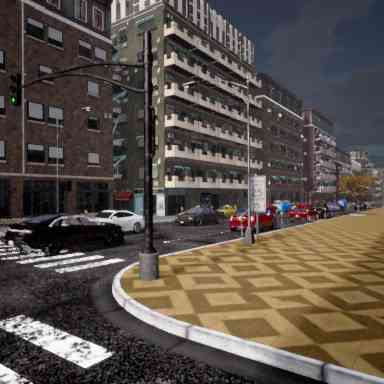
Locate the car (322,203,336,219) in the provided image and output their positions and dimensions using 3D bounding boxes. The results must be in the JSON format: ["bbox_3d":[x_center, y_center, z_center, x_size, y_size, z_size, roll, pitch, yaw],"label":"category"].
[{"bbox_3d":[13.854,2.141,36.080,1.947,1.339,4.313,-2,-2,35],"label":"car"}]

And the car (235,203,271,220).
[{"bbox_3d":[6.574,2.038,35.672,1.882,1.535,5.008,-1,-1,35],"label":"car"}]

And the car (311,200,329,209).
[{"bbox_3d":[26.434,2.501,68.636,2.192,1.841,5.009,-2,-2,35],"label":"car"}]

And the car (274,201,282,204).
[{"bbox_3d":[10.267,2.289,45.468,1.887,1.381,4.507,-2,-2,35],"label":"car"}]

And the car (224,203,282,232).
[{"bbox_3d":[4.150,1.751,22.187,1.967,1.590,4.097,-2,-2,35],"label":"car"}]

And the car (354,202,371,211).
[{"bbox_3d":[30.022,2.583,59.241,1.947,1.339,4.313,-2,-2,35],"label":"car"}]

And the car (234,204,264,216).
[{"bbox_3d":[7.034,2.222,40.835,1.947,1.339,4.313,-2,-2,35],"label":"car"}]

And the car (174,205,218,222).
[{"bbox_3d":[0.469,2.002,31.432,1.752,1.417,4.829,-2,-2,35],"label":"car"}]

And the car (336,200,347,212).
[{"bbox_3d":[23.507,2.468,54.370,2.033,1.411,5.357,-1,-1,36],"label":"car"}]

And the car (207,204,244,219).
[{"bbox_3d":[3.703,2.090,36.064,1.752,1.417,4.829,-2,-2,35],"label":"car"}]

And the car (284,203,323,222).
[{"bbox_3d":[10.619,2.032,31.449,1.887,1.381,4.507,-2,-2,35],"label":"car"}]

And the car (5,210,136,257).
[{"bbox_3d":[-4.927,1.625,13.620,2.128,1.511,4.902,-1,-2,35],"label":"car"}]

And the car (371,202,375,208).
[{"bbox_3d":[36.490,2.745,68.506,2.008,1.369,4.403,-2,-2,35],"label":"car"}]

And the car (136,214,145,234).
[{"bbox_3d":[-4.739,1.778,19.467,1.812,1.442,4.674,-1,-1,34],"label":"car"}]

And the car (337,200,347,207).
[{"bbox_3d":[39.273,2.882,87.103,1.690,1.788,3.998,-2,-2,35],"label":"car"}]

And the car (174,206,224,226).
[{"bbox_3d":[0.787,1.950,27.395,2.033,1.411,5.357,-1,-1,35],"label":"car"}]

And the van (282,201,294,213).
[{"bbox_3d":[13.499,2.174,50.106,1.690,1.788,3.998,-2,-2,35],"label":"van"}]

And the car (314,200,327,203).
[{"bbox_3d":[17.696,2.267,46.034,1.837,1.490,4.892,-1,-1,35],"label":"car"}]

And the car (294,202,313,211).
[{"bbox_3d":[19.969,2.554,59.365,1.887,1.381,4.507,-2,-2,35],"label":"car"}]
